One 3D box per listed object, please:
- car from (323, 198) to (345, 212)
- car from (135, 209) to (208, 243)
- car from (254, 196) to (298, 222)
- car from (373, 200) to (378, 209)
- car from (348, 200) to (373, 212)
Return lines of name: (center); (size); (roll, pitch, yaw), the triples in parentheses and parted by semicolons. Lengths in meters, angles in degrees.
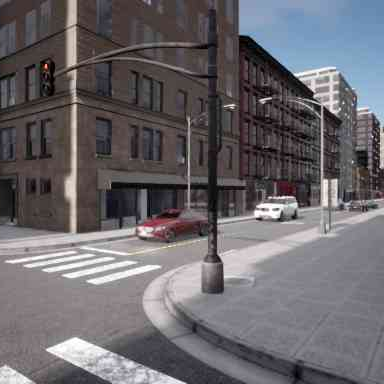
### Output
car: (18.952, 1.634, 44.565); (2.097, 1.767, 4.553); (0, 0, 36)
car: (-0.817, 1.617, 16.910); (1.812, 1.442, 4.674); (0, 0, 36)
car: (7.313, 1.397, 28.362); (2.150, 2.045, 5.566); (0, -1, 35)
car: (27.785, 1.905, 52.034); (1.994, 1.385, 4.181); (0, 0, 35)
car: (22.034, 1.782, 43.956); (2.128, 1.511, 4.902); (0, 0, 36)
